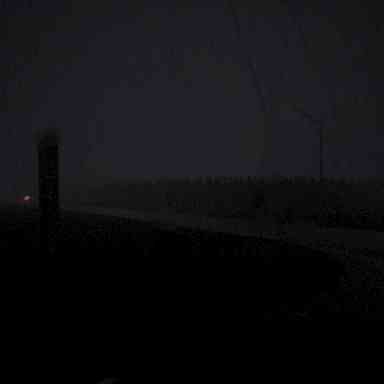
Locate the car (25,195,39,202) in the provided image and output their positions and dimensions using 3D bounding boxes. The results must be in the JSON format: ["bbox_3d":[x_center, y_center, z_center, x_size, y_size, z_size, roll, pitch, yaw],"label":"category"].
[{"bbox_3d":[-40.370,1.880,84.743,1.895,1.301,4.718,-1,0,-36],"label":"car"}]
